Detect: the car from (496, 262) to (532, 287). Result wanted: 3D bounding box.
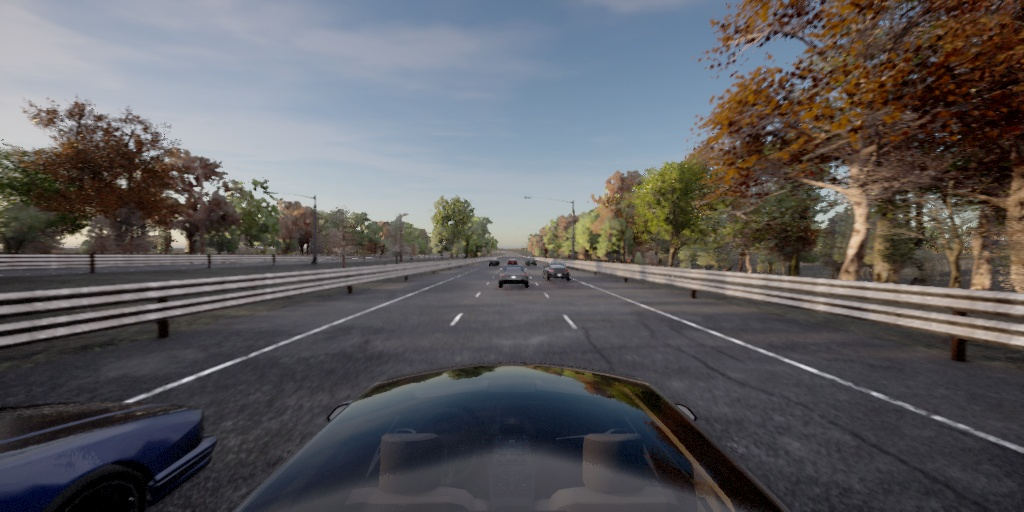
[{"bbox_3d":[0.105,1.308,24.654,1.994,1.385,4.181,0,0,0],"label":"car"}]

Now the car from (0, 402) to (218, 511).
[{"bbox_3d":[-3.402,1.298,0.497,2.033,1.411,5.357,0,0,0],"label":"car"}]

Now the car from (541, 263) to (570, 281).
[{"bbox_3d":[3.603,1.268,29.503,1.812,1.442,4.674,0,0,0],"label":"car"}]
